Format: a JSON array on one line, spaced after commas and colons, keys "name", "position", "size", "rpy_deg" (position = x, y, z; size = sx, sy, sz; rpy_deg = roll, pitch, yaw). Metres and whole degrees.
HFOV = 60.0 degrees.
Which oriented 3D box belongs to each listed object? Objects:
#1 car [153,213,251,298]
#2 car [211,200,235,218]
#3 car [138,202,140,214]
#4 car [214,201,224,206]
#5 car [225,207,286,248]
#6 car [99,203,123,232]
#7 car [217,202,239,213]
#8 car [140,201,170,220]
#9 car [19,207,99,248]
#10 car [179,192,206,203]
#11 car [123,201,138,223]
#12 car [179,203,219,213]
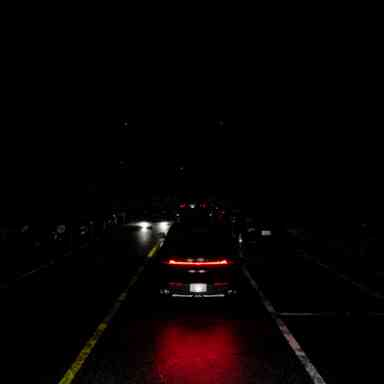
[{"name": "car", "position": [0.116, 1.503, 8.504], "size": [1.837, 1.490, 4.892], "rpy_deg": [0, 0, 0]}, {"name": "car", "position": [2.802, 1.544, 30.989], "size": [1.887, 1.381, 4.507], "rpy_deg": [-1, 0, 0]}, {"name": "car", "position": [-5.723, 1.544, 31.003], "size": [1.887, 1.381, 4.507], "rpy_deg": [-1, 0, 0]}, {"name": "car", "position": [2.793, 1.543, 25.483], "size": [1.887, 1.381, 4.507], "rpy_deg": [-1, 0, 0]}, {"name": "car", "position": [2.774, 1.564, 14.473], "size": [1.947, 1.339, 4.313], "rpy_deg": [-1, 0, 0]}, {"name": "car", "position": [-5.742, 1.564, 19.993], "size": [1.947, 1.339, 4.313], "rpy_deg": [-1, 0, 0]}, {"name": "car", "position": [2.783, 1.543, 19.978], "size": [1.887, 1.381, 4.507], "rpy_deg": [-1, 0, 0]}, {"name": "car", "position": [-2.954, 1.514, 28.622], "size": [1.882, 1.535, 5.008], "rpy_deg": [0, 0, 0]}, {"name": "car", "position": [-5.752, 1.438, 14.487], "size": [1.967, 1.590, 4.097], "rpy_deg": [-1, 0, 0]}, {"name": "car", "position": [0.046, 1.221, 28.486], "size": [2.150, 2.045, 5.566], "rpy_deg": [0, 0, 0]}, {"name": "car", "position": [-5.732, 1.549, 25.498], "size": [2.008, 1.369, 4.403], "rpy_deg": [-1, 0, 0]}, {"name": "car", "position": [0.123, 1.546, 18.241], "size": [2.033, 1.411, 5.357], "rpy_deg": [0, 0, 0]}]
